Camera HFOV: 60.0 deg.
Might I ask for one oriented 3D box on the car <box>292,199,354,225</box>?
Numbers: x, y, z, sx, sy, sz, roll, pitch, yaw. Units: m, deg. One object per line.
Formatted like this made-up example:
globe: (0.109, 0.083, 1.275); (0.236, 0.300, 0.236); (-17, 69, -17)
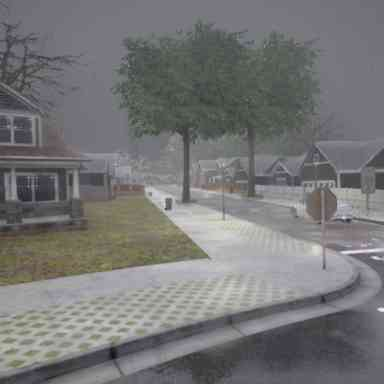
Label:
car: (7.569, 1.010, 19.602); (1.812, 1.442, 4.674); (-2, 2, -8)
